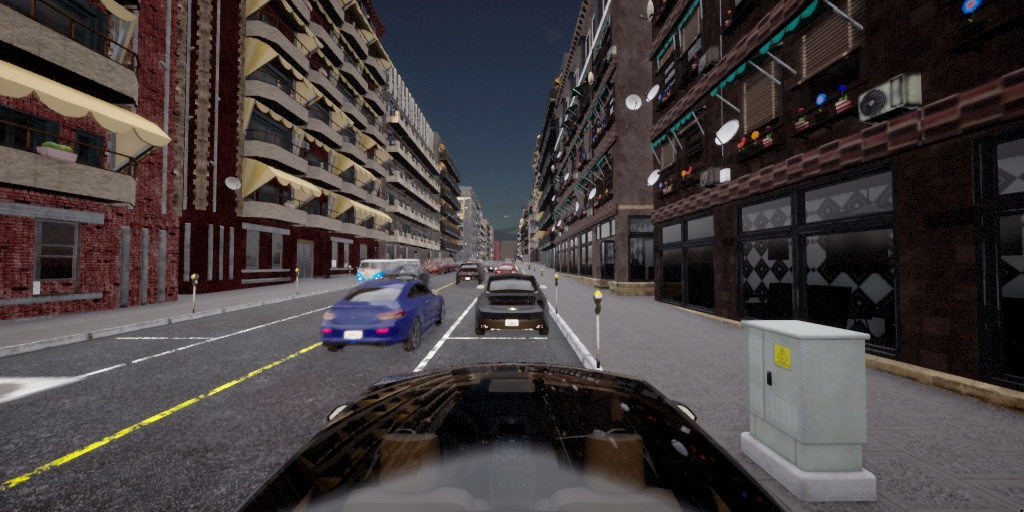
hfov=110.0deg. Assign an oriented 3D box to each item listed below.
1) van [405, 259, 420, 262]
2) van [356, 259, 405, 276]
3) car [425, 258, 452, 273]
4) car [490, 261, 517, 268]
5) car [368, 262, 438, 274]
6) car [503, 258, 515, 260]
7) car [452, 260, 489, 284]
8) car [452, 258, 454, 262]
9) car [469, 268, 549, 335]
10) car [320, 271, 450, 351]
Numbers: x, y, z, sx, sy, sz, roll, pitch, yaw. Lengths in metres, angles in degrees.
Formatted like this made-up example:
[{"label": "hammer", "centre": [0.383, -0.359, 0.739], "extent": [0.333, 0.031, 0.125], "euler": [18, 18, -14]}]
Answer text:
[{"label": "van", "centre": [-8.336, 1.118, 28.134], "extent": [1.690, 1.789, 3.998], "euler": [0, 0, 0]}, {"label": "van", "centre": [-8.336, 1.108, 22.602], "extent": [1.690, 1.789, 3.998], "euler": [0, 0, 0]}, {"label": "car", "centre": [-8.336, 1.115, 39.194], "extent": [2.192, 1.841, 5.009], "euler": [0, 0, 0]}, {"label": "car", "centre": [-0.453, 1.322, 28.072], "extent": [1.888, 1.381, 4.507], "euler": [0, 0, 0]}, {"label": "car", "centre": [-5.870, 1.255, 20.036], "extent": [2.128, 1.511, 4.902], "euler": [0, 0, 0]}, {"label": "car", "centre": [-0.446, 1.240, 39.134], "extent": [1.967, 1.591, 4.097], "euler": [0, 0, 0]}, {"label": "car", "centre": [-3.021, 1.279, 26.835], "extent": [1.837, 1.490, 4.892], "euler": [0, 0, 0]}, {"label": "car", "centre": [-8.336, 1.128, 44.724], "extent": [2.192, 1.841, 5.009], "euler": [0, 0, 0]}, {"label": "car", "centre": [0.000, 1.259, 10.503], "extent": [1.837, 1.490, 4.892], "euler": [0, 0, 0]}, {"label": "car", "centre": [-2.923, 1.279, 8.907], "extent": [1.812, 1.442, 4.674], "euler": [0, 0, 0]}]
